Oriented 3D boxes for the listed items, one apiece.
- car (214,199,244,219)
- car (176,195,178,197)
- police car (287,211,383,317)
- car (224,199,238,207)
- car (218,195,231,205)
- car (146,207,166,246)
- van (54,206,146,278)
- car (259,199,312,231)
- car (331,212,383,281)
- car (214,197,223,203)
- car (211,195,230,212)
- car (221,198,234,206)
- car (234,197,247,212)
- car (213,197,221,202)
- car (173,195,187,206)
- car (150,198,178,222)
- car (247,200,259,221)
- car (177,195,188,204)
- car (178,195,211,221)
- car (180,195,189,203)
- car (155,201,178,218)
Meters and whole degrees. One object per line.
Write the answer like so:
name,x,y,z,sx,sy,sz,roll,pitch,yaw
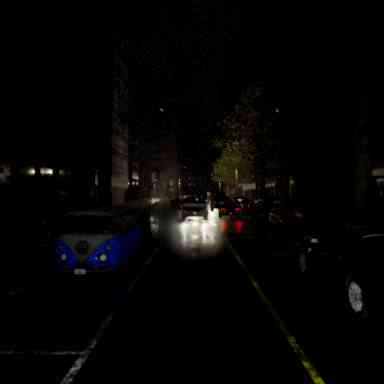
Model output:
car,3.325,1.641,30.533,1.812,1.442,4.674,0,0,1
car,-2.173,1.697,54.816,1.752,1.417,4.829,0,0,1
police car,3.955,1.470,7.667,1.930,1.638,5.238,0,0,1
car,6.353,1.814,54.896,1.802,1.307,4.206,0,0,1
car,6.459,1.611,66.175,2.192,1.841,5.009,0,0,1
car,-2.539,1.586,15.515,1.947,1.339,4.313,0,0,1
van,-2.589,1.346,9.877,1.690,1.788,3.998,1,0,1
car,6.040,1.414,21.062,2.192,1.841,5.009,0,0,1
car,5.934,1.504,9.782,1.967,1.590,4.097,0,0,1
car,6.615,1.961,83.091,1.947,1.339,4.313,0,0,1
car,3.371,1.377,40.975,2.150,2.045,5.566,0,0,1
car,6.405,1.829,60.534,1.947,1.339,4.313,0,0,1
car,6.197,1.603,37.979,1.967,1.590,4.097,0,0,1
car,6.669,1.956,88.901,1.752,1.417,4.829,0,0,1
car,-2.118,1.519,60.625,2.192,1.841,5.009,0,0,1
car,-2.433,1.501,26.794,1.967,1.590,4.097,0,0,1
car,6.092,1.435,26.700,2.192,1.841,5.009,0,0,1
car,-2.013,1.585,71.903,2.192,1.841,5.009,0,0,1
car,0.252,1.307,28.526,2.150,2.045,5.566,0,0,1
car,-1.908,1.651,83.179,2.192,1.841,5.009,0,0,1
car,-2.381,1.627,32.432,1.887,1.381,4.507,0,0,1
